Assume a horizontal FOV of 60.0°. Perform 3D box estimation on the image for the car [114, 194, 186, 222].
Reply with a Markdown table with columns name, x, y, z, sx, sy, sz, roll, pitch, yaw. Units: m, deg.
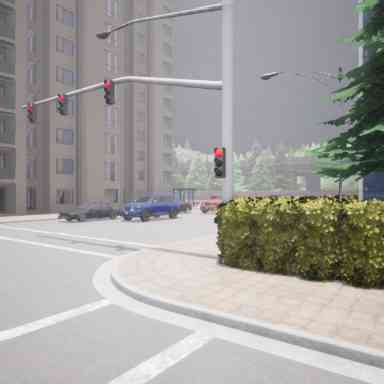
| name | x | y | z | sx | sy | sz | roll | pitch | yaw |
| --- | --- | --- | --- | --- | --- | --- | --- | --- | --- |
| car | -3.225 | 1.221 | 26.916 | 2.150 | 2.045 | 5.566 | 0 | 0 | 36 |

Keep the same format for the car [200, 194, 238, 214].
| name | x | y | z | sx | sy | sz | roll | pitch | yaw |
| --- | --- | --- | --- | --- | --- | --- | --- | --- | --- |
| car | 3.119 | 1.221 | 35.551 | 2.150 | 2.045 | 5.566 | 0 | 0 | 36 |

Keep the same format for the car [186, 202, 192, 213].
| name | x | y | z | sx | sy | sz | roll | pitch | yaw |
| --- | --- | --- | --- | --- | --- | --- | --- | --- | --- |
| car | -2.043 | 1.478 | 34.439 | 1.882 | 1.535 | 5.008 | 0 | 0 | 36 |

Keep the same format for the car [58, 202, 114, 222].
| name | x | y | z | sx | sy | sz | roll | pitch | yaw |
| --- | --- | --- | --- | --- | --- | --- | --- | --- | --- |
| car | -7.847 | 1.547 | 26.530 | 2.033 | 1.411 | 5.357 | 0 | 0 | 36 |

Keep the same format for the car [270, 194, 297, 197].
| name | x | y | z | sx | sy | sz | roll | pitch | yaw |
| --- | --- | --- | --- | --- | --- | --- | --- | --- | --- |
| car | 8.960 | 1.221 | 31.375 | 2.150 | 2.045 | 5.566 | 0 | 0 | 36 |
